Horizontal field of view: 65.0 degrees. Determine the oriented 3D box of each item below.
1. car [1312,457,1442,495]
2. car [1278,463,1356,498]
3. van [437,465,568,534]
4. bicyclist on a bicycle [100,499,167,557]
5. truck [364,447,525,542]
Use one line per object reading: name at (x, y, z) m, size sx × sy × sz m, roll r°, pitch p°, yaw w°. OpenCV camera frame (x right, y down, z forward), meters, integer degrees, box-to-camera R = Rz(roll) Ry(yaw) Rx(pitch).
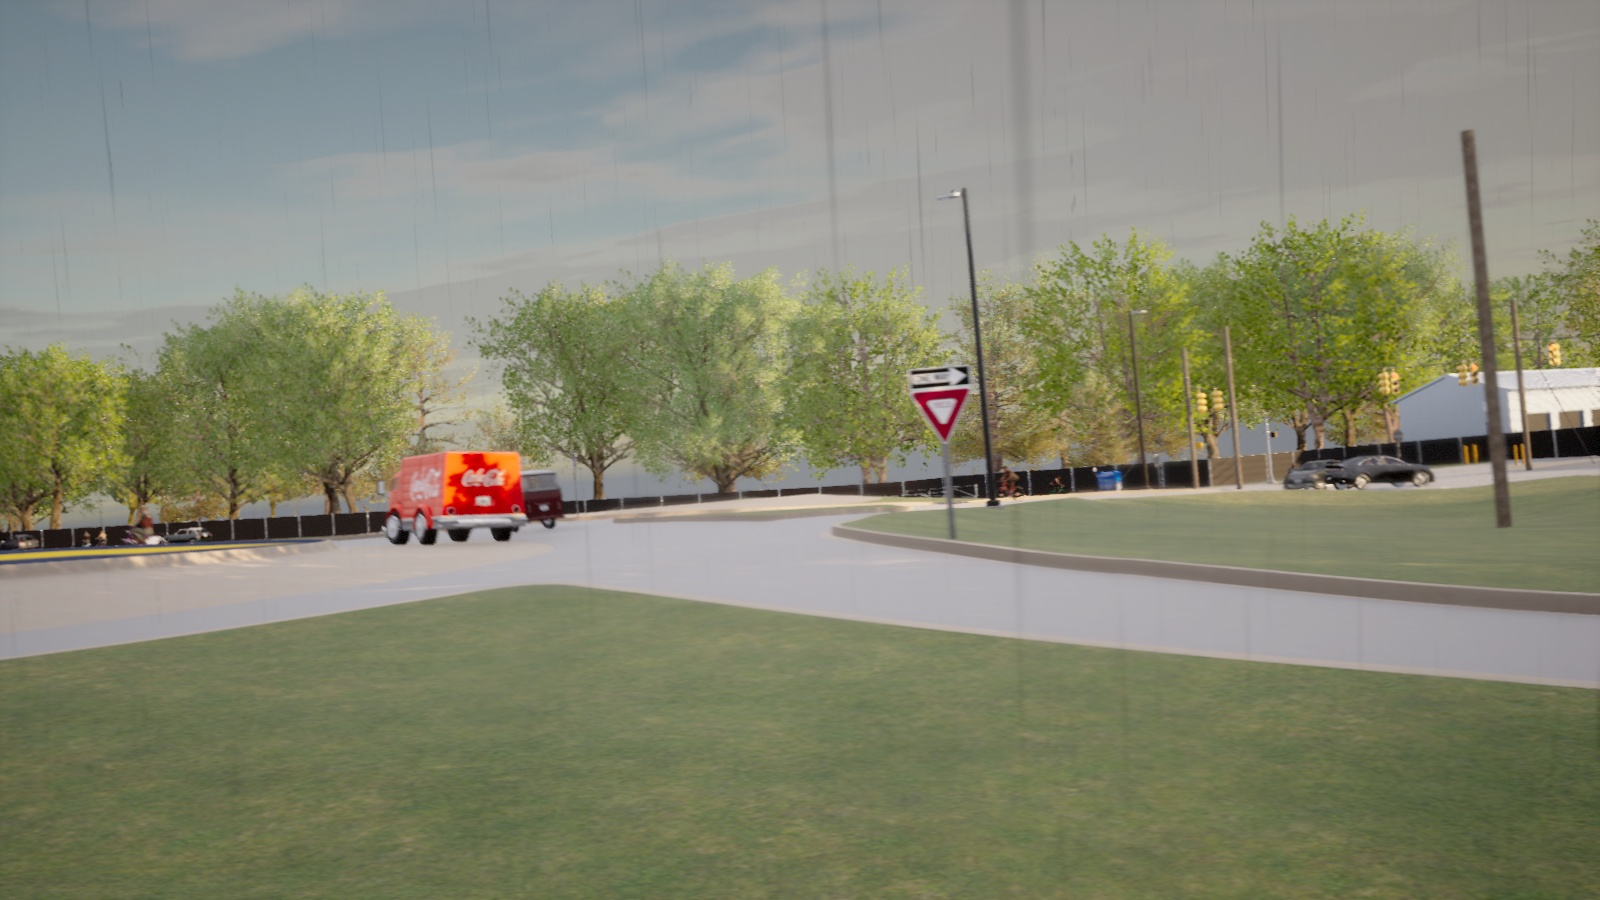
car at (25.930, 1.173, 56.495) m, size 4.902 × 1.511 × 2.128 m, roll -2°, pitch -1°, yaw -9°
car at (25.652, 1.500, 62.329) m, size 3.705 × 1.549 × 1.789 m, roll -1°, pitch -3°, yaw -35°
van at (-9.852, 1.646, 41.420) m, size 4.442 × 1.987 × 1.775 m, roll -5°, pitch -1°, yaw 40°
bicyclist on a bicycle at (-21.803, 2.557, 41.078) m, size 1.843 × 1.776 × 0.659 m, roll -4°, pitch -4°, yaw 5°
truck at (-10.068, 1.313, 35.293) m, size 2.627 × 2.467 × 5.204 m, roll 1°, pitch -4°, yaw -37°
